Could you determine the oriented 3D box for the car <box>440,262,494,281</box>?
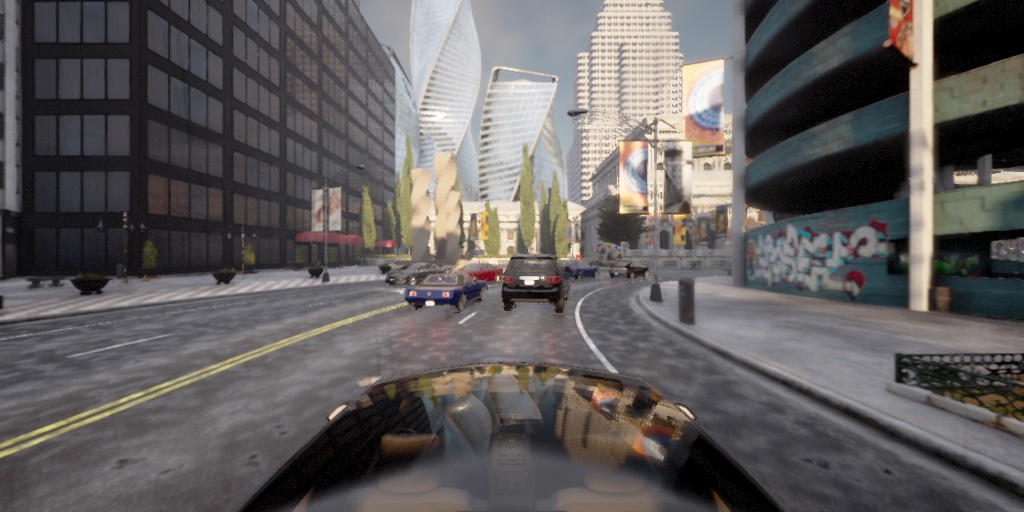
[{"bbox_3d":[-2.502,1.209,25.118,1.882,1.535,5.008,0,0,28],"label":"car"}]

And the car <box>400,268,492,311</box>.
[{"bbox_3d":[-2.402,1.341,14.528,1.895,1.301,4.718,0,0,11],"label":"car"}]

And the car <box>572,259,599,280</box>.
[{"bbox_3d":[5.720,1.079,30.920,2.097,1.767,4.553,0,0,39],"label":"car"}]

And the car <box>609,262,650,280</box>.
[{"bbox_3d":[10.084,1.218,30.631,2.128,1.511,4.902,0,0,43],"label":"car"}]

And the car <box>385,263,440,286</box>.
[{"bbox_3d":[-6.532,1.237,24.666,1.837,1.490,4.892,-1,0,25],"label":"car"}]

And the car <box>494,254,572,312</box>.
[{"bbox_3d":[1.113,0.960,14.457,2.150,2.045,5.566,0,0,12],"label":"car"}]
